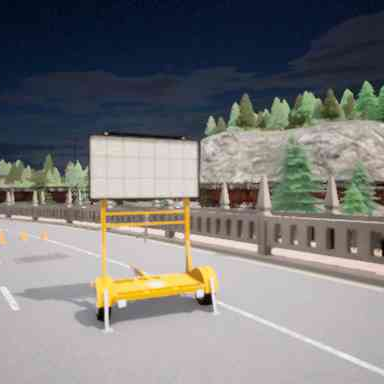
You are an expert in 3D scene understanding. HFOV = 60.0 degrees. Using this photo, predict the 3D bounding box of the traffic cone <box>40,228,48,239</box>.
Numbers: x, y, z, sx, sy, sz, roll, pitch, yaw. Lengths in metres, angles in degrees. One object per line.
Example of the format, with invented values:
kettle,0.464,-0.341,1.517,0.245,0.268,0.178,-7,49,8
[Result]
traffic cone,-7.961,2.233,17.920,0.340,0.580,0.340,0,-1,-38

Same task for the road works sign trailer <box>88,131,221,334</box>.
road works sign trailer,-1.017,0.555,7.207,2.380,3.560,2.880,0,-1,-22

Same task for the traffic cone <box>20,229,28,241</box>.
traffic cone,-8.753,2.235,17.311,0.340,0.580,0.340,0,-1,-38

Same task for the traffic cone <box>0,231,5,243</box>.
traffic cone,-9.546,2.237,16.701,0.340,0.580,0.340,0,-1,-38

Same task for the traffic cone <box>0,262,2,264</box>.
traffic cone,-6.683,2.149,11.335,0.340,0.580,0.340,0,-1,-38
